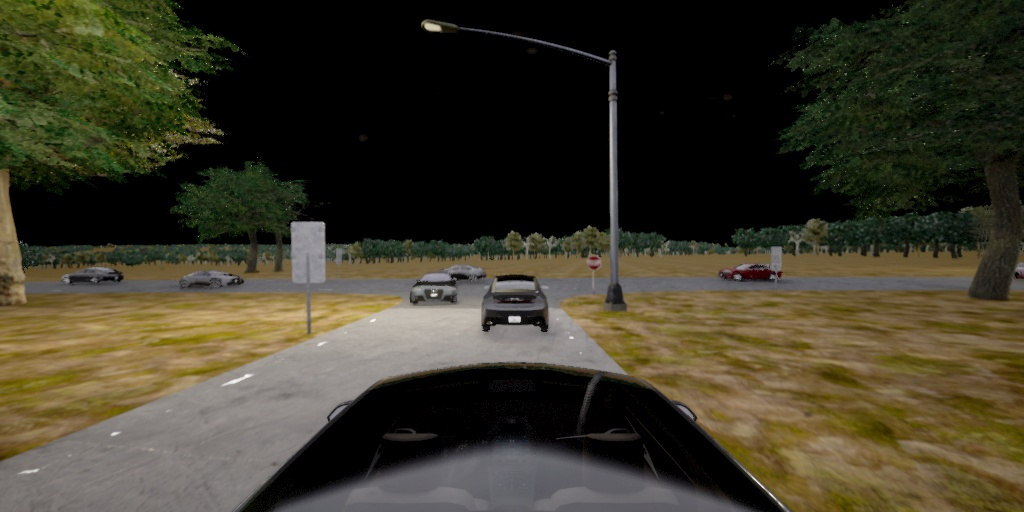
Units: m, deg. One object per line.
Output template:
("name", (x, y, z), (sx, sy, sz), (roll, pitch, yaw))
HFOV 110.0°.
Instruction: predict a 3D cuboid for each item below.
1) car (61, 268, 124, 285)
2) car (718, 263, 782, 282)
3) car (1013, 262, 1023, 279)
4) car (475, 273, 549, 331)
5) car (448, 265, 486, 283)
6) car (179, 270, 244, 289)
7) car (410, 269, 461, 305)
("car", (-39.278, 1.864, 33.627), (4.892, 1.490, 1.837), (-1, 2, 5))
("car", (20.817, 1.368, 31.466), (5.008, 1.535, 1.882), (-1, 3, -1))
("car", (47.393, 1.317, 32.780), (4.553, 1.767, 2.097), (0, 2, -4))
("car", (0.127, 1.355, 11.389), (1.837, 1.490, 4.892), (0, -1, 1))
("car", (-4.702, 1.519, 31.502), (4.902, 1.511, 2.128), (0, 2, 1))
("car", (-23.964, 1.835, 28.688), (4.181, 1.385, 1.994), (-1, 2, 4))
("car", (-3.562, 1.473, 17.068), (1.994, 1.385, 4.181), (0, -1, -8))
